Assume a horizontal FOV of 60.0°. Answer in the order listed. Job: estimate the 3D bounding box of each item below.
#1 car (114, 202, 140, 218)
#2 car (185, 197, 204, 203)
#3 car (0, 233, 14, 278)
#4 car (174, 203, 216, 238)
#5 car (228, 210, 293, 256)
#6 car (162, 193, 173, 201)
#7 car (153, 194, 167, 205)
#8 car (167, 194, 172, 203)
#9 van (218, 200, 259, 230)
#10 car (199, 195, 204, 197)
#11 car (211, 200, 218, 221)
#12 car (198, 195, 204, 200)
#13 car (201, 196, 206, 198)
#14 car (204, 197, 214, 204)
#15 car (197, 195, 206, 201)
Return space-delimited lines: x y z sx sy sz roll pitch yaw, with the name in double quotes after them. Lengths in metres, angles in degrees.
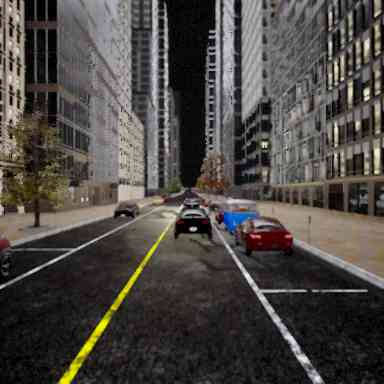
-5.763 1.573 29.913 1.947 1.339 4.313 0 0 0 "car"
0.014 1.550 36.513 2.033 1.411 5.357 0 0 0 "car"
-5.709 1.446 7.146 1.967 1.590 4.097 0 0 0 "car"
0.050 1.529 17.487 1.812 1.442 4.674 0 0 0 "car"
2.659 1.583 12.843 1.802 1.307 4.206 0 0 0 "car"
-5.887 1.299 81.142 2.192 1.841 5.009 0 0 0 "car"
-5.831 1.526 58.204 1.752 1.417 4.829 0 0 0 "car"
-5.860 1.309 69.757 2.192 1.841 5.009 0 0 0 "car"
2.644 1.343 18.535 1.690 1.788 3.998 0 0 0 "van"
2.550 1.560 58.381 1.947 1.339 4.313 0 0 0 "car"
2.632 1.546 24.228 1.887 1.381 4.507 0 0 0 "car"
2.467 1.493 92.706 1.752 1.417 4.829 0 0 0 "car"
2.577 1.580 46.998 1.802 1.307 4.206 0 0 0 "car"
2.605 1.552 35.612 2.008 1.369 4.403 0 0 0 "car"
2.482 1.524 86.843 2.008 1.369 4.403 0 0 0 "car"
